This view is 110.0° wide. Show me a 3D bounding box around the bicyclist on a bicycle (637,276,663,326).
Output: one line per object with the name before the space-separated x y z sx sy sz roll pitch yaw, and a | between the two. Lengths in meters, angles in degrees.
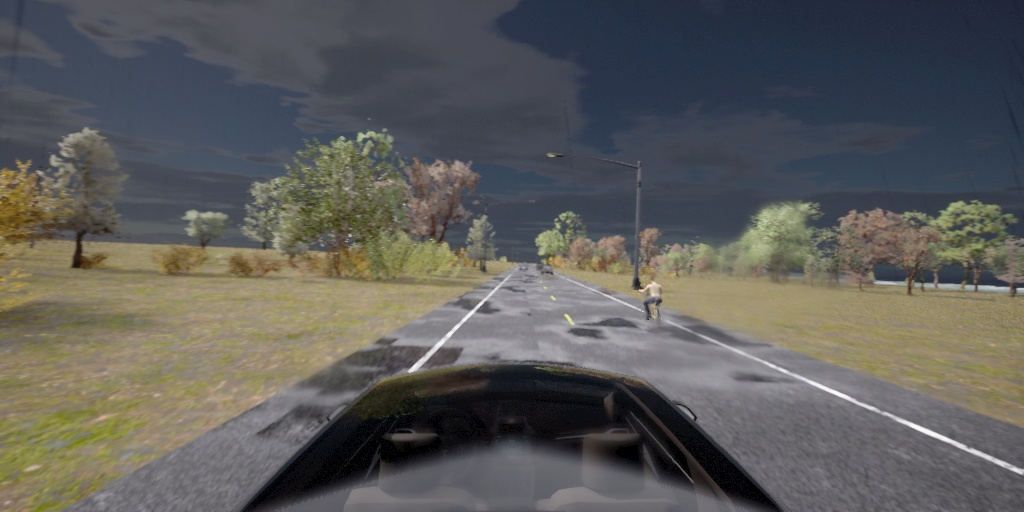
bicyclist on a bicycle | 4.728 1.474 12.123 0.866 1.612 1.509 2 -1 2

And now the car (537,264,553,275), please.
car | 5.396 2.162 55.940 2.033 1.411 5.357 2 -1 2
